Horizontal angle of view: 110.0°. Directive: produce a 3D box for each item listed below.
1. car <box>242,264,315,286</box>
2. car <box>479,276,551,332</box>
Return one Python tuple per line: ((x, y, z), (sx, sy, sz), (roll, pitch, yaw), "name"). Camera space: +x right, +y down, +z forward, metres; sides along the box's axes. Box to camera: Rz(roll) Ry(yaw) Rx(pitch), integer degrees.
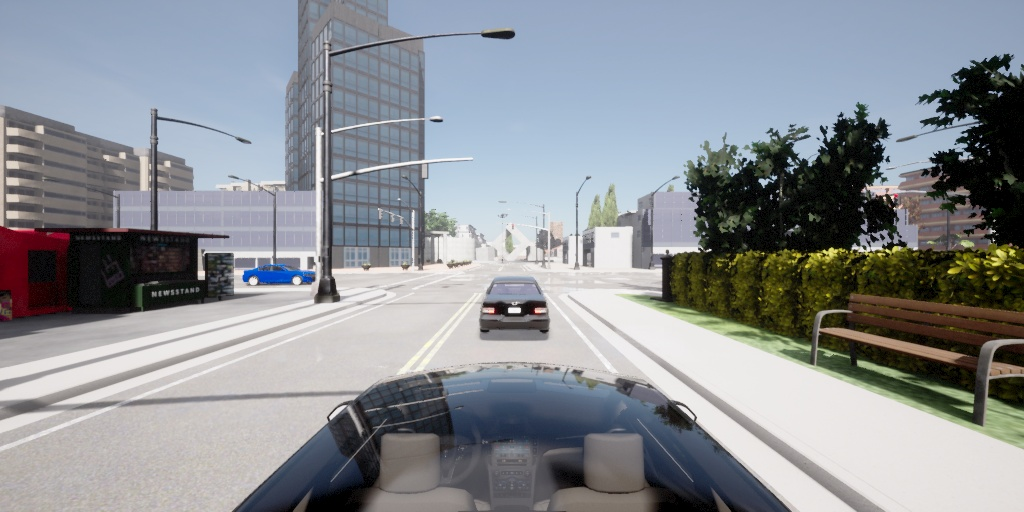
((-16.776, 1.336, 26.166), (5.008, 1.535, 1.882), (-1, 0, 0), "car")
((0.070, 1.297, 10.756), (2.033, 1.411, 5.357), (0, 0, 0), "car")
